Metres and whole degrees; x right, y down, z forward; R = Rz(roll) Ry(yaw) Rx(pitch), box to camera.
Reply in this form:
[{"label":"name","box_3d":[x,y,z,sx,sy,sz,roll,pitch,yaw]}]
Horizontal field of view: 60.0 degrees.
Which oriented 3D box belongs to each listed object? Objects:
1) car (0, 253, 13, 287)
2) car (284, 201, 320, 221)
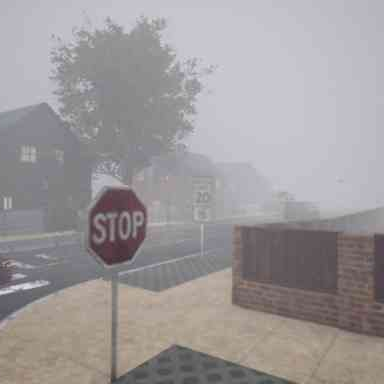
[{"label":"car","box_3d":[-6.407,1.683,6.880,1.882,1.535,5.008,1,0,35]},{"label":"car","box_3d":[10.321,1.870,31.161,2.150,2.045,5.566,1,0,35]}]
